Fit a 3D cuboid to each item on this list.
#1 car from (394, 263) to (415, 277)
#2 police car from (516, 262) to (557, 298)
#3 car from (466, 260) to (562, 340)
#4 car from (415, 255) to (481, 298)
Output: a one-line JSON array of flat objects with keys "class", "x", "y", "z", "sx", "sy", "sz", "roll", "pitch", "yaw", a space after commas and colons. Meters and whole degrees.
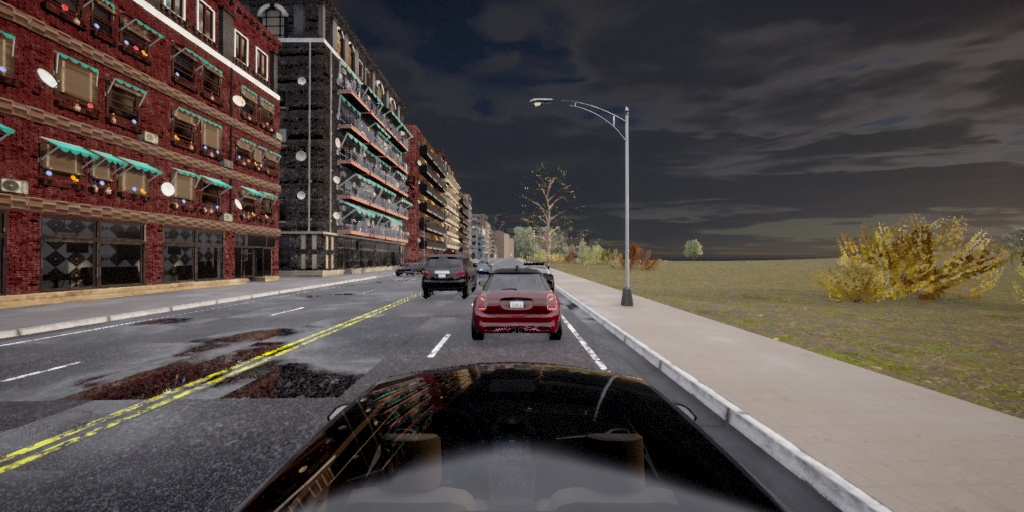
[{"class": "car", "x": -9.775, "y": 1.353, "z": 34.743, "sx": 1.895, "sy": 1.301, "sz": 4.718, "roll": 0, "pitch": 0, "yaw": 0}, {"class": "police car", "x": 1.178, "y": 1.177, "z": 19.604, "sx": 1.930, "sy": 1.638, "sz": 5.238, "roll": 0, "pitch": 0, "yaw": 0}, {"class": "car", "x": 0.114, "y": 1.103, "z": 10.109, "sx": 2.097, "sy": 1.767, "sz": 4.553, "roll": 0, "pitch": 0, "yaw": 0}, {"class": "car", "x": -3.112, "y": 0.974, "z": 18.677, "sx": 2.150, "sy": 2.045, "sz": 5.566, "roll": 0, "pitch": 0, "yaw": 0}]
